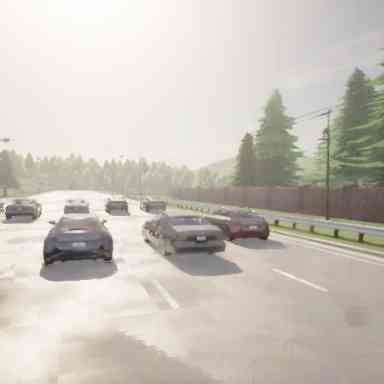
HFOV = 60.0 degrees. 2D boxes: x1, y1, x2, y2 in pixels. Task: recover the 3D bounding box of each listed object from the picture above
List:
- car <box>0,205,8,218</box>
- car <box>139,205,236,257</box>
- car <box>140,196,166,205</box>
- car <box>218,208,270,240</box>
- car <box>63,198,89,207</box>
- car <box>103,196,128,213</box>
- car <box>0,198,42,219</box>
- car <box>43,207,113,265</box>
[{"bbox_3d":[-6.739,1.320,8.962,2.128,1.511,4.902,1,0,-19],"label":"car"},{"bbox_3d":[-0.552,1.425,12.483,2.033,1.411,5.357,1,1,-19],"label":"car"},{"bbox_3d":[-3.879,1.138,32.394,2.128,1.511,4.902,1,1,-19],"label":"car"},{"bbox_3d":[1.935,1.441,15.972,1.994,1.385,4.181,1,1,-19],"label":"car"},{"bbox_3d":[-8.866,1.195,25.451,2.033,1.411,5.357,1,1,-19],"label":"car"},{"bbox_3d":[-7.177,1.107,31.224,2.128,1.511,4.902,1,1,-19],"label":"car"},{"bbox_3d":[-12.168,1.163,24.291,2.033,1.411,5.357,1,1,-19],"label":"car"},{"bbox_3d":[-3.807,1.411,11.183,1.994,1.385,4.181,1,1,-19],"label":"car"}]
